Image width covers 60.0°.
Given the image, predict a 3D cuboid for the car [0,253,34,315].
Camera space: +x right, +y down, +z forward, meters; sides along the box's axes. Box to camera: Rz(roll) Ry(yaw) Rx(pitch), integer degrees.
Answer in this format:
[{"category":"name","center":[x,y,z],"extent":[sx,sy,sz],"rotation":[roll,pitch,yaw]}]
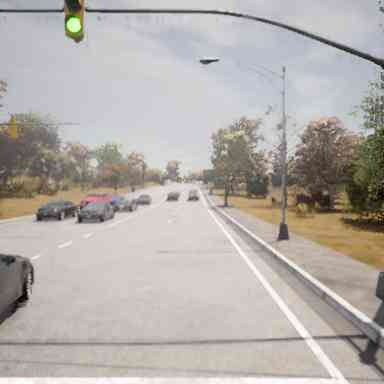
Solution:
[{"category":"car","center":[-3.941,1.498,5.119],"extent":[1.812,1.442,4.674],"rotation":[0,0,-10]}]

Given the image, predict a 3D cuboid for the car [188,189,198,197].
[{"category":"car","center":[0.222,0.146,66.648],"extent":[1.812,1.442,4.674],"rotation":[0,3,0]}]

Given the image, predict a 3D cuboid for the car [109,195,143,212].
[{"category":"car","center":[-6.988,1.306,35.456],"extent":[2.128,1.511,4.902],"rotation":[0,0,0]}]

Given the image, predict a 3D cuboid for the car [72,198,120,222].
[{"category":"car","center":[-7.027,1.395,24.883],"extent":[1.812,1.442,4.674],"rotation":[0,0,0]}]

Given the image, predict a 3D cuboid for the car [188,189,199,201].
[{"category":"car","center":[0.282,0.782,56.779],"extent":[1.895,1.301,4.718],"rotation":[0,3,0]}]

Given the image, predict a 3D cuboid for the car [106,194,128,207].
[{"category":"car","center":[-10.436,1.143,46.764],"extent":[1.882,1.535,5.008],"rotation":[0,2,0]}]

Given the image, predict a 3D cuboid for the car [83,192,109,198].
[{"category":"car","center":[-10.482,1.031,36.532],"extent":[2.150,2.045,5.566],"rotation":[0,0,-1]}]

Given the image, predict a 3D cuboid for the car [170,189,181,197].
[{"category":"car","center":[-3.282,0.246,66.212],"extent":[1.895,1.301,4.718],"rotation":[0,3,0]}]

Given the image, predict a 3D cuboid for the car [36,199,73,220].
[{"category":"car","center":[-10.521,1.366,26.263],"extent":[1.837,1.490,4.892],"rotation":[0,0,0]}]

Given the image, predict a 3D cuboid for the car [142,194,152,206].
[{"category":"car","center":[-6.931,1.122,48.200],"extent":[1.837,1.490,4.892],"rotation":[0,2,0]}]

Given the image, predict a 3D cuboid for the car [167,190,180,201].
[{"category":"car","center":[-3.221,0.715,56.280],"extent":[1.837,1.490,4.892],"rotation":[0,3,0]}]
